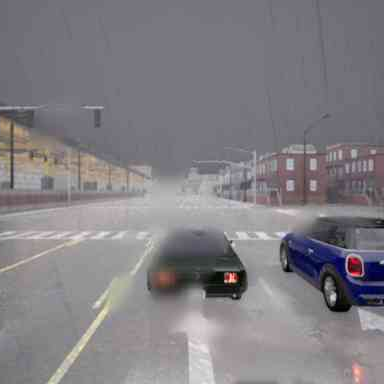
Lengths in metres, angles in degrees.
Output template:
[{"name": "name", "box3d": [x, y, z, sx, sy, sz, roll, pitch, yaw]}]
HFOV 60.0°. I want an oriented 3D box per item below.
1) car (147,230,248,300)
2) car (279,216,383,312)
[{"name": "car", "box3d": [0.100, 1.594, 8.317, 1.895, 1.301, 4.718, 0, 0, 0]}, {"name": "car", "box3d": [3.599, 1.346, 7.860, 2.097, 1.767, 4.553, 0, 0, -1]}]
